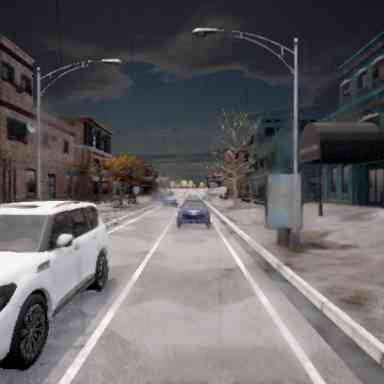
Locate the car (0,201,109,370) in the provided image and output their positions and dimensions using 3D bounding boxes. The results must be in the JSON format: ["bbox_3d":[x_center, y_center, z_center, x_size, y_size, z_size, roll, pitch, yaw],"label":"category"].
[{"bbox_3d":[-3.098,1.220,6.054,2.150,2.045,5.566,0,0,0],"label":"car"}]

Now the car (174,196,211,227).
[{"bbox_3d":[0.104,1.295,22.194,2.097,1.767,4.553,0,0,0],"label":"car"}]

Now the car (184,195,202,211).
[{"bbox_3d":[0.107,1.213,39.871,2.097,1.767,4.553,0,0,0],"label":"car"}]

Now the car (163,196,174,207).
[{"bbox_3d":[-3.069,1.352,47.491,1.812,1.442,4.674,0,0,0],"label":"car"}]
